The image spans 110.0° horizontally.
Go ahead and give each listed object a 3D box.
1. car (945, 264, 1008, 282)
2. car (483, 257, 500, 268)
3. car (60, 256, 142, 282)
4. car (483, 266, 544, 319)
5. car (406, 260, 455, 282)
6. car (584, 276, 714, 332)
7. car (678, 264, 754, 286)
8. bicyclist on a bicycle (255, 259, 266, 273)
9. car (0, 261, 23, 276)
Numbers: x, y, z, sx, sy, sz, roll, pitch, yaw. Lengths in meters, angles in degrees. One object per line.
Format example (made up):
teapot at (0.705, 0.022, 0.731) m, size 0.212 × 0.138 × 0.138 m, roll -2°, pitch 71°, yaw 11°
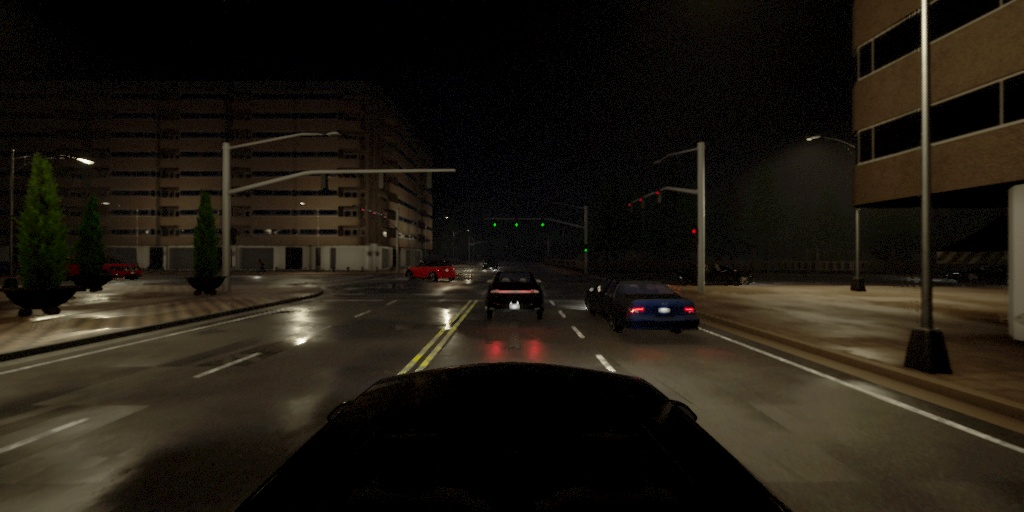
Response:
car at (37.343, 1.289, 27.851) m, size 4.892 × 1.490 × 1.837 m, roll 0°, pitch -1°, yaw 28°
car at (-3.547, 1.170, 58.875) m, size 2.150 × 2.045 × 5.566 m, roll 0°, pitch 0°, yaw 0°
car at (-33.434, 1.011, 28.993) m, size 5.566 × 2.045 × 2.150 m, roll 0°, pitch 0°, yaw 0°
car at (0.083, 1.280, 12.961) m, size 2.128 × 1.511 × 4.902 m, roll 0°, pitch 0°, yaw 0°
car at (-6.876, 1.158, 30.029) m, size 4.553 × 1.767 × 2.097 m, roll 0°, pitch 0°, yaw 39°
car at (3.578, 1.329, 10.904) m, size 2.033 × 1.411 × 5.357 m, roll 0°, pitch 0°, yaw 0°
car at (14.372, 1.280, 25.371) m, size 4.892 × 1.490 × 1.837 m, roll 0°, pitch -1°, yaw 1°
bicyclist on a bicycle at (-27.996, 1.129, 39.944) m, size 0.582 × 1.620 × 1.656 m, roll 0°, pitch 0°, yaw 0°
car at (-52.363, 1.293, 36.245) m, size 5.008 × 1.535 × 1.882 m, roll 0°, pitch 0°, yaw 1°
